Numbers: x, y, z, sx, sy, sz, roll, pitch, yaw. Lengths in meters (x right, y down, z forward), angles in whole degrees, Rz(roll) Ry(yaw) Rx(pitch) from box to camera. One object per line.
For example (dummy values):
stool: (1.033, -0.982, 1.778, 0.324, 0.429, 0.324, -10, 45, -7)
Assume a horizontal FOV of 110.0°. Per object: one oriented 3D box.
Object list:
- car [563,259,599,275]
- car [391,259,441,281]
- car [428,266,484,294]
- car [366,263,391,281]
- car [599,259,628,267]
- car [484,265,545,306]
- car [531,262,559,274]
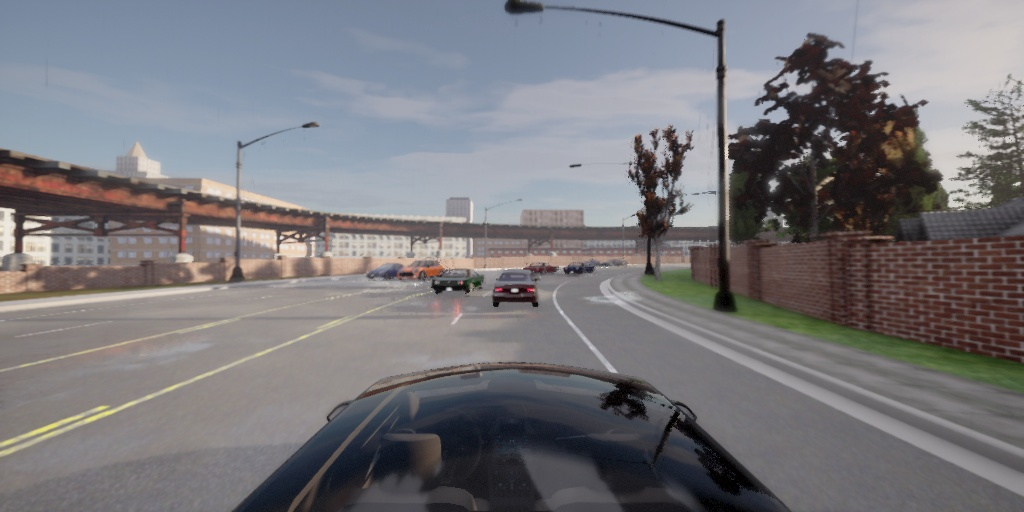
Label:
car: (7.114, 1.269, 37.298, 1.895, 1.301, 4.718, -1, 0, 32)
car: (-7.597, 1.141, 30.081, 2.097, 1.767, 4.553, 0, 0, 19)
car: (-2.814, 1.357, 20.071, 1.895, 1.301, 4.718, 0, 0, 8)
car: (-10.756, 1.340, 31.713, 1.812, 1.442, 4.674, -1, -1, 19)
car: (17.778, 1.199, 62.347, 5.357, 1.411, 2.033, -1, -1, -33)
car: (0.253, 1.304, 15.696, 2.033, 1.411, 5.357, 0, 0, 3)
car: (3.171, 1.316, 37.554, 1.895, 1.301, 4.718, -1, 0, 31)
